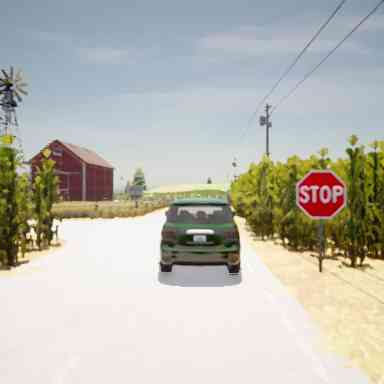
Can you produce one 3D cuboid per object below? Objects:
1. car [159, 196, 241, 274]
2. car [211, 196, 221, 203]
[{"bbox_3d":[0.258,1.199,10.632,2.150,2.045,5.566,0,0,1],"label":"car"},{"bbox_3d":[4.765,1.429,65.227,1.994,1.385,4.181,0,0,5],"label":"car"}]
